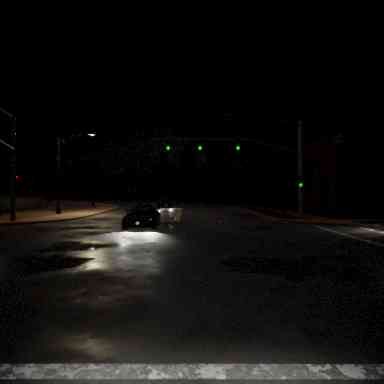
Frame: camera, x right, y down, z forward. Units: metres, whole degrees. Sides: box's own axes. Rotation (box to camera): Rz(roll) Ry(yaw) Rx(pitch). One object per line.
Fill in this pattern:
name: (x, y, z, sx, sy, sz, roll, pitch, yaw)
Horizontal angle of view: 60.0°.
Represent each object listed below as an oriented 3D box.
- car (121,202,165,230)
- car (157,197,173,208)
car: (-3.050, 1.565, 20.716, 1.994, 1.385, 4.181, 0, 0, 1)
car: (-3.809, 1.500, 46.639, 1.837, 1.490, 4.892, 1, 0, -9)
